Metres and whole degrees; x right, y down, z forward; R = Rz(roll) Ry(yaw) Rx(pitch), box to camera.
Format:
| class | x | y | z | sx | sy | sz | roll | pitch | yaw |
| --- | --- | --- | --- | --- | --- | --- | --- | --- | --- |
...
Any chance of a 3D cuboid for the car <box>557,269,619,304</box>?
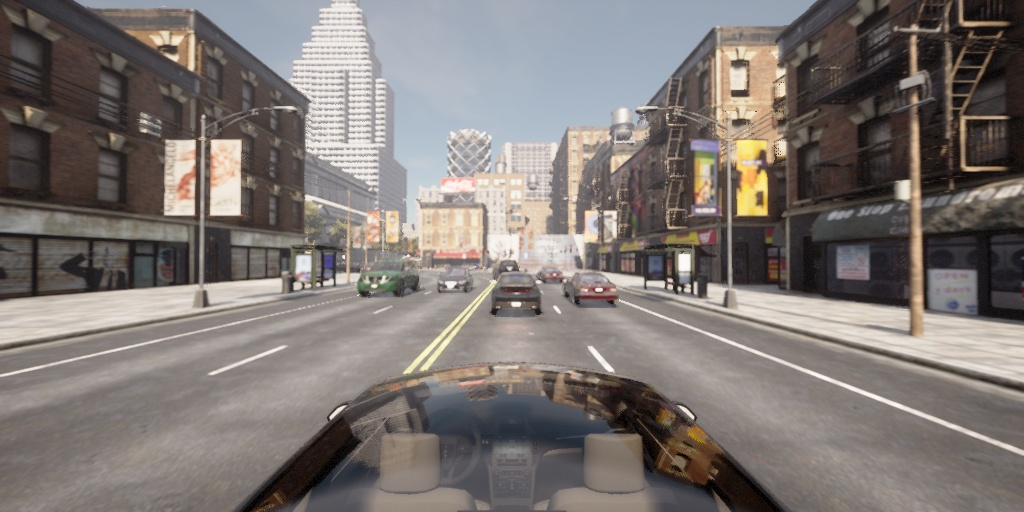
| class | x | y | z | sx | sy | sz | roll | pitch | yaw |
| --- | --- | --- | --- | --- | --- | --- | --- | --- | --- |
| car | 3.690 | 1.503 | 17.613 | 2.033 | 1.411 | 5.357 | 0 | -1 | 0 |

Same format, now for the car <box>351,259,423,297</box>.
| class | x | y | z | sx | sy | sz | roll | pitch | yaw |
| --- | --- | --- | --- | --- | --- | --- | --- | --- | --- |
| car | -6.988 | 1.214 | 21.014 | 2.150 | 2.045 | 5.566 | 0 | -1 | 0 |

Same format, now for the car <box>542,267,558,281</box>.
| class | x | y | z | sx | sy | sz | roll | pitch | yaw |
| --- | --- | --- | --- | --- | --- | --- | --- | --- | --- |
| car | 3.425 | 1.702 | 33.223 | 2.033 | 1.411 | 5.357 | 0 | -1 | -5 |

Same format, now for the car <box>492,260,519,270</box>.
| class | x | y | z | sx | sy | sz | roll | pitch | yaw |
| --- | --- | --- | --- | --- | --- | --- | --- | --- | --- |
| car | -0.717 | 1.428 | 37.481 | 2.150 | 2.045 | 5.566 | 0 | -1 | -11 |

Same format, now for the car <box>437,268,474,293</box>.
| class | x | y | z | sx | sy | sz | roll | pitch | yaw |
| --- | --- | --- | --- | --- | --- | --- | --- | --- | --- |
| car | -3.532 | 1.511 | 23.006 | 2.128 | 1.511 | 4.902 | 0 | -1 | 0 |

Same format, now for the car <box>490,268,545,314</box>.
| class | x | y | z | sx | sy | sz | roll | pitch | yaw |
| --- | --- | --- | --- | --- | --- | --- | --- | --- | --- |
| car | 0.165 | 1.424 | 14.766 | 1.837 | 1.490 | 4.892 | 0 | 0 | 0 |
